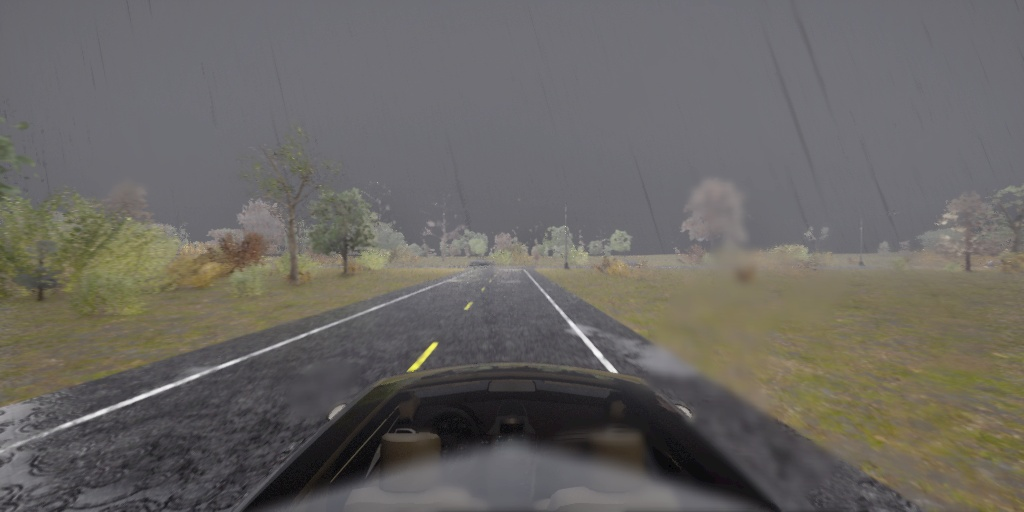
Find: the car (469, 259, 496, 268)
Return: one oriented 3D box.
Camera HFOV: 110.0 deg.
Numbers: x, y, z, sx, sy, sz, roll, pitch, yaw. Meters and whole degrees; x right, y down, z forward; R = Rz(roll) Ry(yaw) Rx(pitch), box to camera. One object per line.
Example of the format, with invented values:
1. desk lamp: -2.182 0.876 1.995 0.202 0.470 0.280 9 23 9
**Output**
1. car: -5.143 1.287 63.049 4.674 1.442 1.812 0 0 -1
